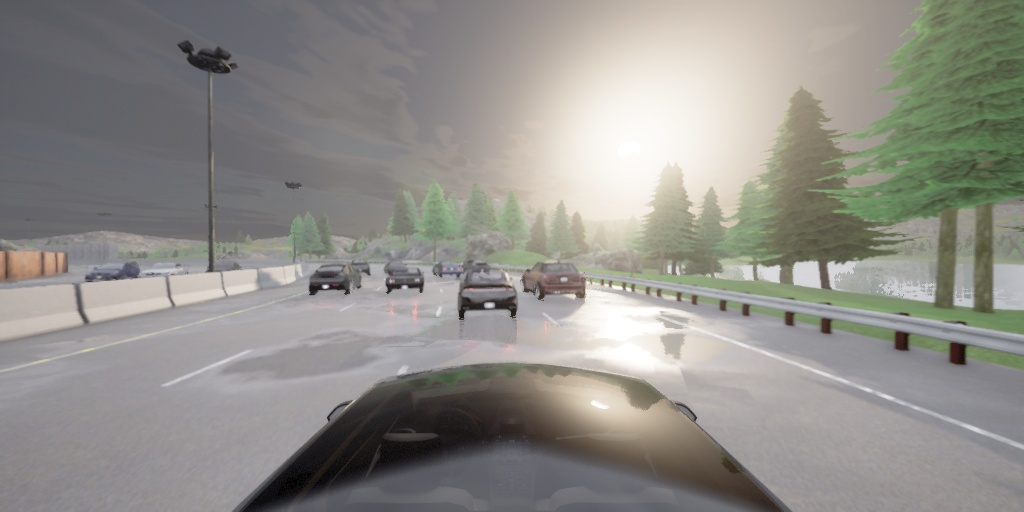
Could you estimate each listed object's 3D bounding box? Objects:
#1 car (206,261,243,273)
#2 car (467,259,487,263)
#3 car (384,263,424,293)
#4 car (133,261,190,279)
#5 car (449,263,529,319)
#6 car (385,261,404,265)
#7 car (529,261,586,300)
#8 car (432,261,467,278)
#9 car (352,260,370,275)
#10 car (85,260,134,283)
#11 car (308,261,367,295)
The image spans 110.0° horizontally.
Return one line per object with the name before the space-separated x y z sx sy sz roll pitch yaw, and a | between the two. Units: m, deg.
car | -24.817 1.183 31.080 1.837 1.490 4.892 0 0 -27
car | -3.598 1.057 35.319 1.837 1.490 4.892 0 0 -21
car | -5.871 1.261 20.059 1.895 1.301 4.718 0 0 -13
car | -27.426 1.233 28.470 1.812 1.442 4.674 0 0 -26
car | -0.946 1.177 12.577 2.128 1.511 4.902 0 0 -7
car | -11.936 1.146 36.807 1.994 1.385 4.181 0 0 -25
car | 1.821 0.996 17.089 2.097 1.767 4.553 0 0 -10
car | -5.853 1.133 31.801 2.033 1.411 5.357 0 0 -21
car | -15.151 1.097 35.507 2.128 1.511 4.902 0 0 -25
car | -31.197 1.252 28.245 1.812 1.442 4.674 0 0 -27
car | -9.300 1.186 19.177 1.837 1.490 4.892 0 0 -13
